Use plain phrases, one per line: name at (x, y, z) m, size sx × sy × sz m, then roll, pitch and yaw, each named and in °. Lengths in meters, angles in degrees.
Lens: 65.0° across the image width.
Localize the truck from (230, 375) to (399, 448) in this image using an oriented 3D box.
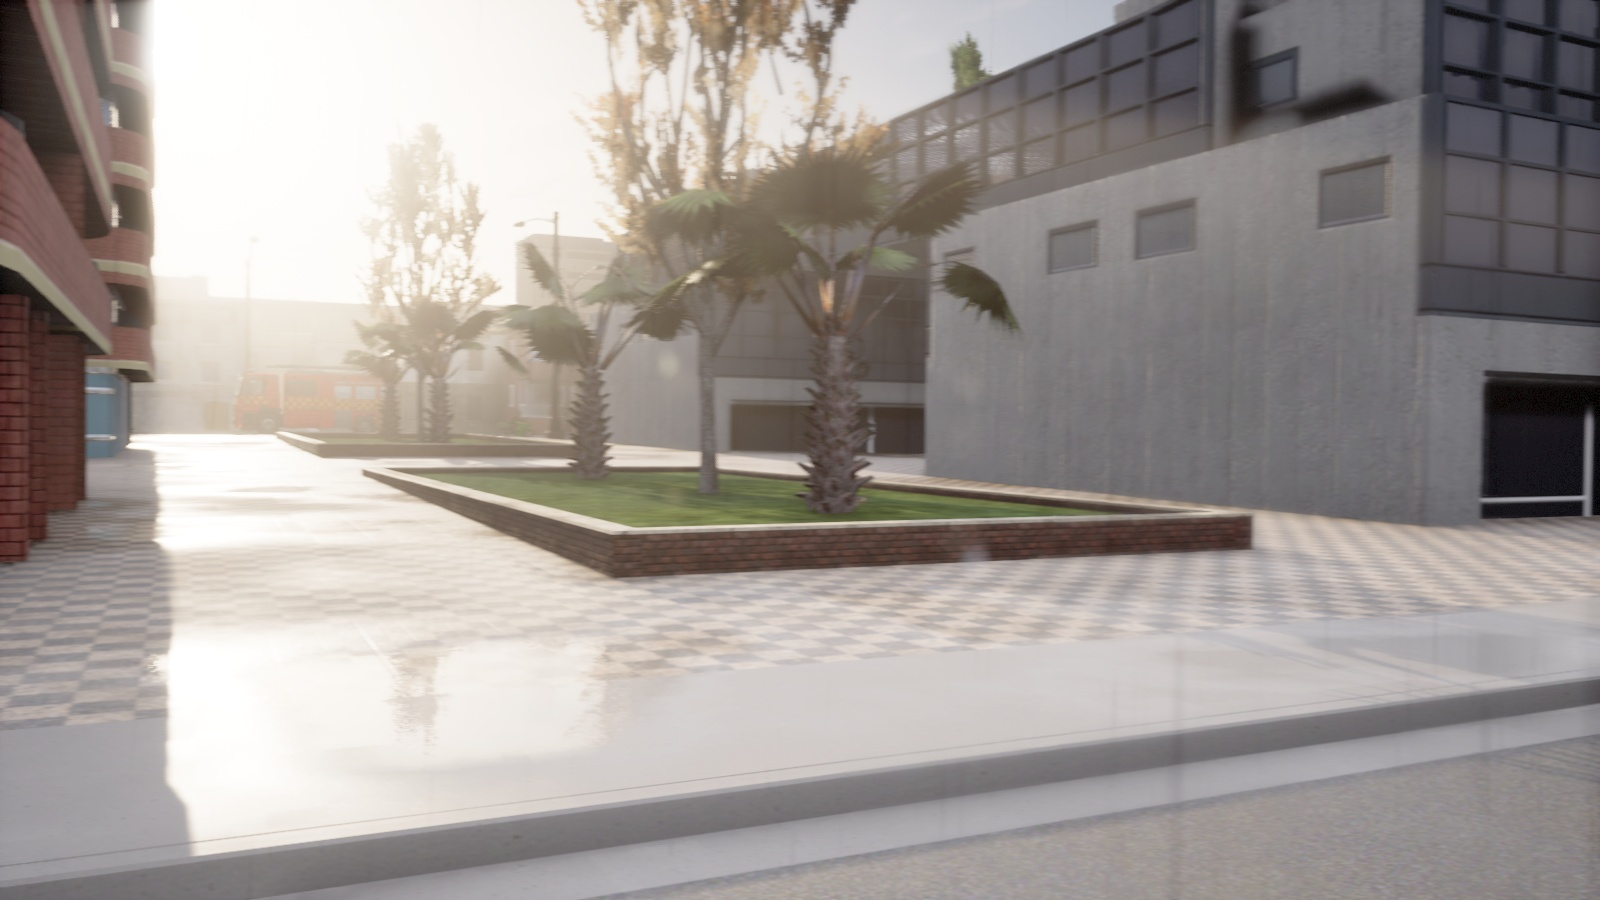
truck at (-26.918, -2.135, 69.753) m, size 8.468 × 3.827 × 2.891 m, roll -1°, pitch 1°, yaw -26°

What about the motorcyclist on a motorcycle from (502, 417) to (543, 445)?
motorcyclist on a motorcycle at (-14.975, -1.011, 67.859) m, size 2.044 × 1.523 × 0.797 m, roll 0°, pitch 1°, yaw -26°
